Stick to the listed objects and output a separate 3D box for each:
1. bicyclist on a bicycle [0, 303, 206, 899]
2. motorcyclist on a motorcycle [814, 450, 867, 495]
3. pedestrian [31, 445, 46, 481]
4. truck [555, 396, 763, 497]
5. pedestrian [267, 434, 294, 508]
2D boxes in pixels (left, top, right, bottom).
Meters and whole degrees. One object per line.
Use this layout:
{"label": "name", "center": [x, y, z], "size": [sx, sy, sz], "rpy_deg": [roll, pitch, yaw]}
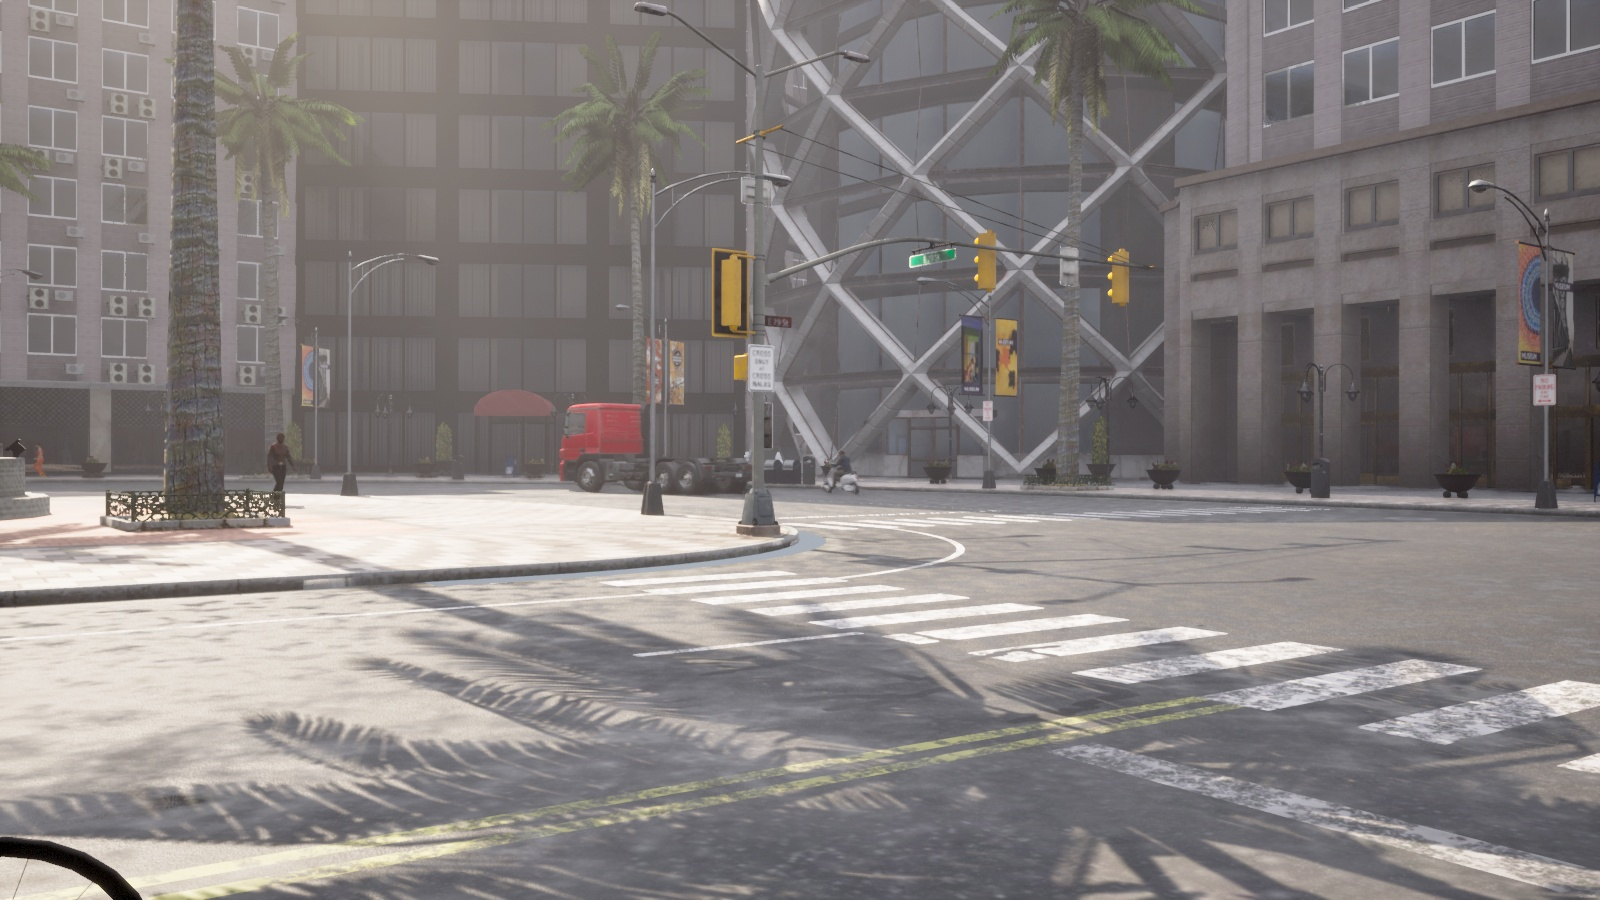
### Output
{"label": "bicyclist on a bicycle", "center": [-2.110, 0.625, 2.206], "size": [1.843, 1.776, 0.659], "rpy_deg": [0, 0, -35]}
{"label": "motorcyclist on a motorcycle", "center": [1.473, 0.807, 45.730], "size": [1.817, 1.590, 0.866], "rpy_deg": [0, 0, 44]}
{"label": "pedestrian", "center": [-38.836, 0.641, 64.048], "size": [0.594, 1.836, 0.345], "rpy_deg": [0, 0, -10]}
{"label": "truck", "center": [-5.365, -0.111, 46.842], "size": [7.936, 3.462, 2.891], "rpy_deg": [0, 0, 37]}
{"label": "pedestrian", "center": [-12.782, 0.504, 30.866], "size": [0.328, 1.805, 0.869], "rpy_deg": [0, 0, -43]}
